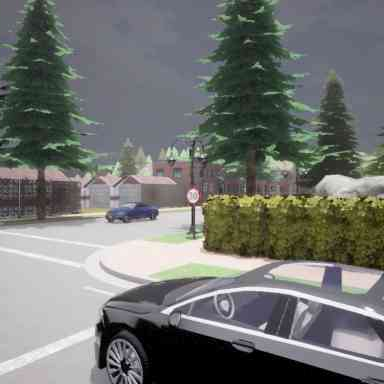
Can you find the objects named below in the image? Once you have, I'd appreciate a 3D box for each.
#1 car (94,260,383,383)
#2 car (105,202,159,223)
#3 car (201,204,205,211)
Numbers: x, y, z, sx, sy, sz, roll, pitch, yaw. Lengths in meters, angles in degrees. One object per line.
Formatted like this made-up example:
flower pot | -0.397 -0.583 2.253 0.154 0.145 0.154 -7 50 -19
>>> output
car | 0.986 1.492 3.378 4.902 1.511 2.128 0 0 38
car | -4.404 1.487 25.206 1.812 1.442 4.674 0 0 34
car | 2.815 1.453 35.221 2.128 1.511 4.902 0 0 37
